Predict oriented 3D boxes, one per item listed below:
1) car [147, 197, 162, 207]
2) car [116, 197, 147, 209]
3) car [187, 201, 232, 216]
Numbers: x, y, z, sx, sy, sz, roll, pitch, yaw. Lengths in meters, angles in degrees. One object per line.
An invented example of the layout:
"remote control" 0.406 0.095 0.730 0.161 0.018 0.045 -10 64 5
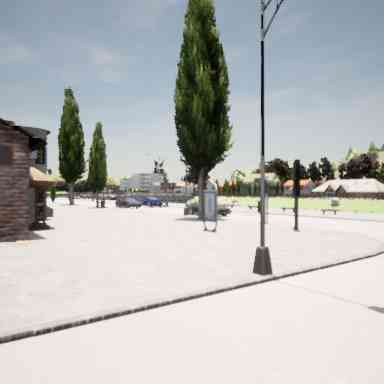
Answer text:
"car" -6.319 1.457 49.448 1.882 1.535 5.008 0 0 -36
"car" -8.714 1.531 45.614 2.033 1.411 5.357 0 0 -35
"car" 1.360 1.531 31.560 2.033 1.411 5.357 0 0 -36
